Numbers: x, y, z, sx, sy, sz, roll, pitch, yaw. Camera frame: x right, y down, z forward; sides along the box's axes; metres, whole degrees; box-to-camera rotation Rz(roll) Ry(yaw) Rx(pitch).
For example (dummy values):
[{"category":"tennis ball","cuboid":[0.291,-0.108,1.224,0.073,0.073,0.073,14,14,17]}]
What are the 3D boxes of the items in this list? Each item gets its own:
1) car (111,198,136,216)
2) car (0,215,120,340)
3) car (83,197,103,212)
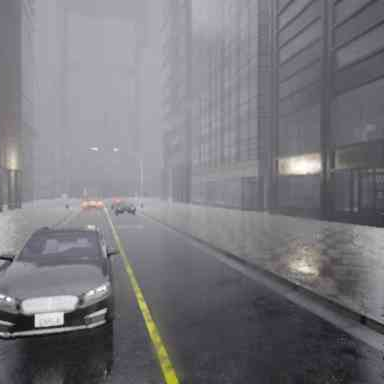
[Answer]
[{"category":"car","cuboid":[-6.736,1.595,33.056,1.895,1.301,4.718,0,0,-16]},{"category":"car","cuboid":[-2.624,1.489,6.935,2.128,1.511,4.902,0,0,-16]},{"category":"car","cuboid":[-11.441,1.344,38.403,2.097,1.767,4.553,0,0,-16]}]
